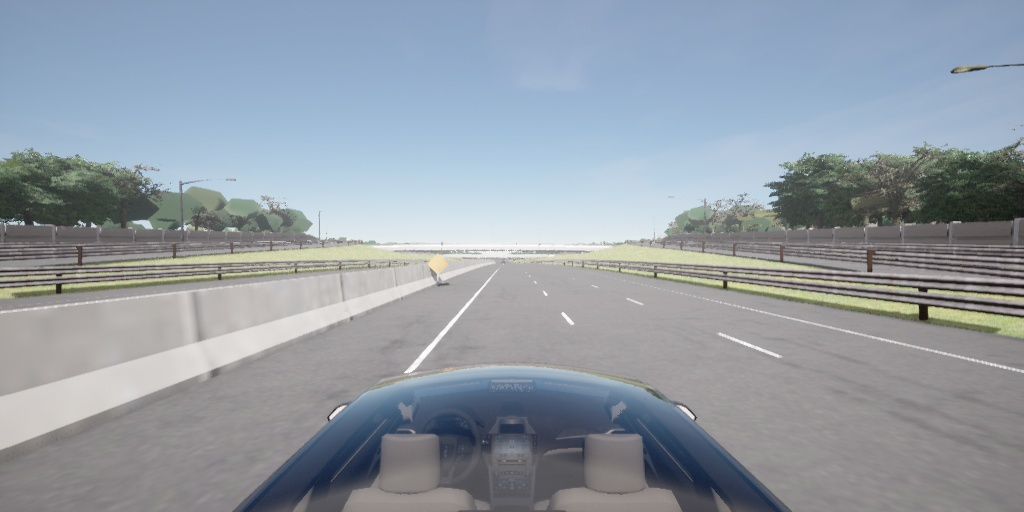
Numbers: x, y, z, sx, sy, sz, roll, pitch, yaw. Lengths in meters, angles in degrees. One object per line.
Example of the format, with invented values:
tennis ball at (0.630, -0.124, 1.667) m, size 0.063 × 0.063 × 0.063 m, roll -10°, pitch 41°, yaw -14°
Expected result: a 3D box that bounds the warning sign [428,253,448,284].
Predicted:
warning sign at (-4.593, 0.787, 22.297) m, size 1.300 × 1.860 × 1.060 m, roll 0°, pitch 0°, yaw 0°
